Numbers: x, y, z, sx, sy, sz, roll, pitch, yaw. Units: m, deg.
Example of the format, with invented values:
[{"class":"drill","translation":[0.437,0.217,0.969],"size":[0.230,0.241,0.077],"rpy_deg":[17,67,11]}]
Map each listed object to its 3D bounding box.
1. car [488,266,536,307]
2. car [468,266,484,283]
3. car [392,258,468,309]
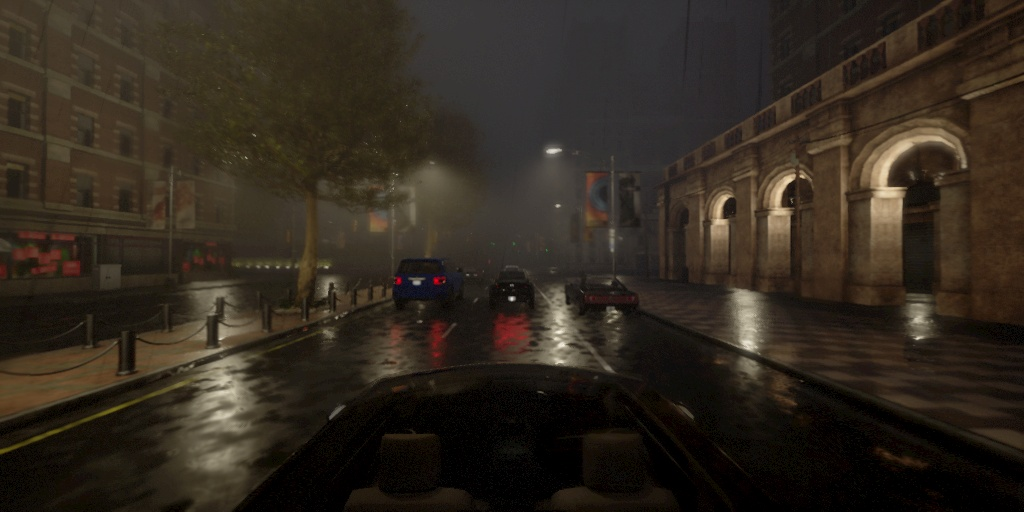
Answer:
[{"class":"car","translation":[0.001,1.393,16.166],"size":[1.837,1.490,4.892],"rpy_deg":[0,0,0]},{"class":"car","translation":[-3.506,1.569,30.836],"size":[2.033,1.411,5.357],"rpy_deg":[0,-1,0]},{"class":"car","translation":[-3.502,1.099,15.877],"size":[2.150,2.045,5.566],"rpy_deg":[0,0,0]}]
